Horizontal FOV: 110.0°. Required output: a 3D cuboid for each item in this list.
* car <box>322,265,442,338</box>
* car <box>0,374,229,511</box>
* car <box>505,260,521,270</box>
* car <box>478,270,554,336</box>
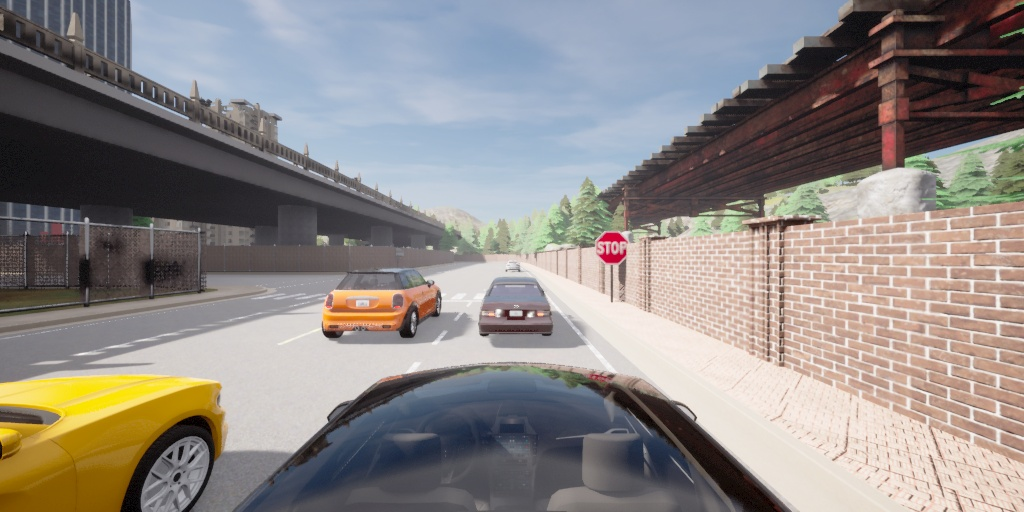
[{"bbox_3d":[-3.414,1.102,10.312,2.097,1.767,4.553,0,0,0],"label":"car"},{"bbox_3d":[-3.397,1.228,1.054,1.882,1.535,5.008,0,0,0],"label":"car"},{"bbox_3d":[0.110,1.276,46.214,1.812,1.442,4.674,0,0,-1],"label":"car"},{"bbox_3d":[0.087,1.297,10.331,2.033,1.411,5.357,0,0,0],"label":"car"}]
